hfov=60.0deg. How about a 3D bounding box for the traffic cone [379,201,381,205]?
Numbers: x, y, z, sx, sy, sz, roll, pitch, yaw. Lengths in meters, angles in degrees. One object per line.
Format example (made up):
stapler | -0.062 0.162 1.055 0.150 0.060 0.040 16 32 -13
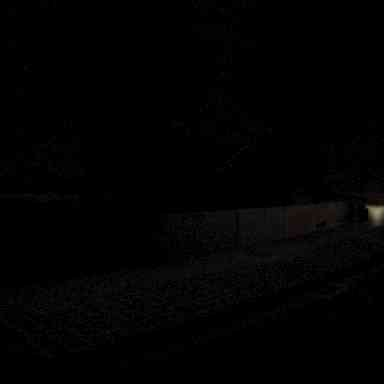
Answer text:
traffic cone | 28.225 1.666 50.008 0.340 0.580 0.340 0 0 12

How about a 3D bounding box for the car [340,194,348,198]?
car | 31.294 1.152 68.353 1.812 1.442 4.674 0 0 -3
